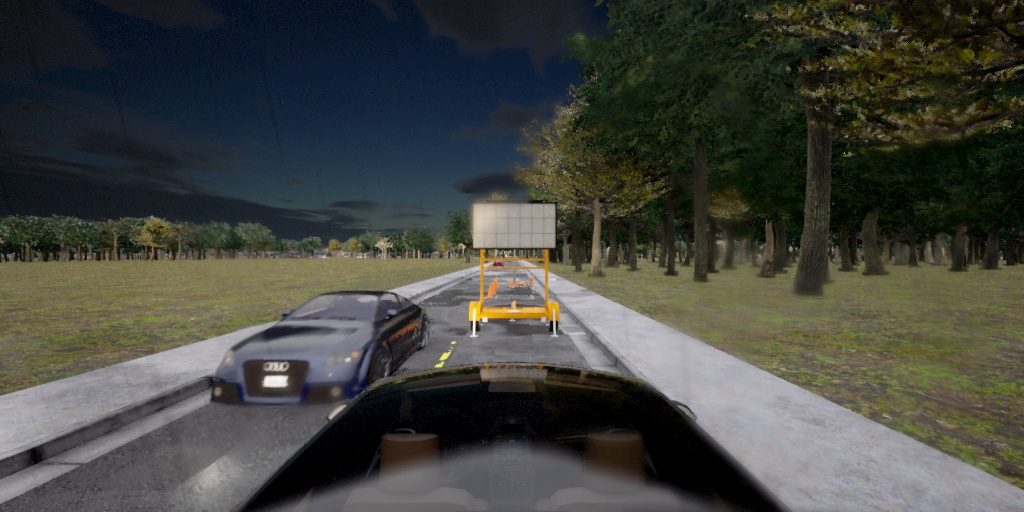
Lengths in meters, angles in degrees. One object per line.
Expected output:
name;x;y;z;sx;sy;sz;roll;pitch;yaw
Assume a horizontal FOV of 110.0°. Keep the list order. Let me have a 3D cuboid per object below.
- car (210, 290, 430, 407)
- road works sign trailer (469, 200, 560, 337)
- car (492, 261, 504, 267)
car;-2.811;1.314;6.279;1.994;1.385;4.181;0;0;0
road works sign trailer;0.067;0.214;10.256;2.380;3.560;2.880;0;0;0
car;-2.332;1.351;61.216;1.895;1.301;4.718;0;0;0
